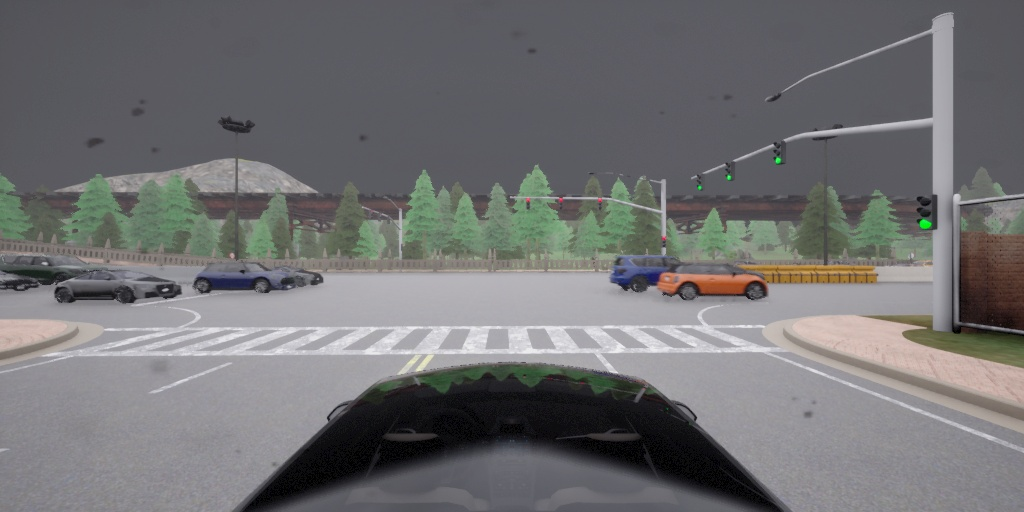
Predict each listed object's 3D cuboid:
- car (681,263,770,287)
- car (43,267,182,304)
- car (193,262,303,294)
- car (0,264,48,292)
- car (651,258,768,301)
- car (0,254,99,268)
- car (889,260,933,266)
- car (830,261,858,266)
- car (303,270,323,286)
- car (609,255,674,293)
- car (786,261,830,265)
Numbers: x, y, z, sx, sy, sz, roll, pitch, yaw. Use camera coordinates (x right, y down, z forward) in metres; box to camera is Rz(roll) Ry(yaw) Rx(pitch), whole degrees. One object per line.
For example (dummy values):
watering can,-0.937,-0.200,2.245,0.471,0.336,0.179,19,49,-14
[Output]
car,14.208,1.256,24.020,4.892,1.490,1.837,0,0,-2
car,-17.216,1.314,15.797,4.181,1.385,1.994,0,0,2
car,-14.483,1.101,19.618,4.553,1.767,2.097,0,0,-2
car,-29.000,1.270,19.165,5.357,1.411,2.033,1,0,-2
car,9.361,1.101,16.867,4.553,1.767,2.097,0,0,-2
car,-28.981,0.939,22.670,5.566,2.045,2.150,1,0,-2
car,34.808,1.314,31.865,4.181,1.385,1.994,0,0,-2
car,34.696,1.242,38.866,4.902,1.511,2.128,0,0,-2
car,-14.546,1.314,23.118,4.181,1.385,1.994,0,0,-2
car,8.347,0.973,20.335,5.566,2.045,2.150,0,0,-2
car,24.863,1.314,31.559,4.181,1.385,1.994,0,0,-2
